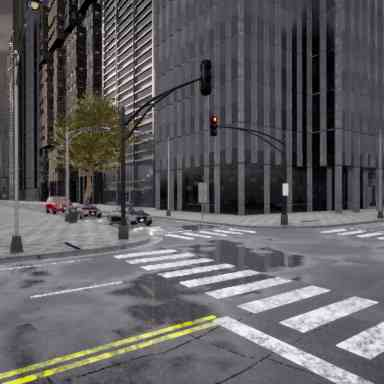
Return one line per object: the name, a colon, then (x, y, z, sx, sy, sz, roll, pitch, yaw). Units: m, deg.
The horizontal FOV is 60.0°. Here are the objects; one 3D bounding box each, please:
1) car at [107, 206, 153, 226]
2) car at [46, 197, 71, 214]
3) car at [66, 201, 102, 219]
car: (-4.518, 1.728, 23.938, 1.994, 1.385, 4.181, 0, 0, -35)
car: (-16.140, 1.573, 40.305, 2.150, 2.045, 5.566, 0, 0, -35)
car: (-10.239, 1.816, 31.974, 1.994, 1.385, 4.181, 0, 0, -36)
